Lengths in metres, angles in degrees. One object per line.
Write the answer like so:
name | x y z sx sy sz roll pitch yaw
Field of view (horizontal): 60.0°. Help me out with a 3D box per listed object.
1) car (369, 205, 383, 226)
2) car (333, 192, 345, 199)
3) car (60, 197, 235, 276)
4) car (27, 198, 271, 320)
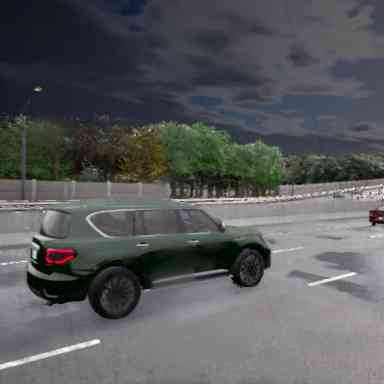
car | 13.705 1.493 22.042 5.008 1.535 1.882 0 0 -35
car | 35.160 0.773 79.670 1.837 1.490 4.892 0 2 38
car | -1.336 1.224 11.385 5.566 2.045 2.150 0 0 -35
car | -0.661 1.223 7.570 5.566 2.045 2.150 0 0 -35
